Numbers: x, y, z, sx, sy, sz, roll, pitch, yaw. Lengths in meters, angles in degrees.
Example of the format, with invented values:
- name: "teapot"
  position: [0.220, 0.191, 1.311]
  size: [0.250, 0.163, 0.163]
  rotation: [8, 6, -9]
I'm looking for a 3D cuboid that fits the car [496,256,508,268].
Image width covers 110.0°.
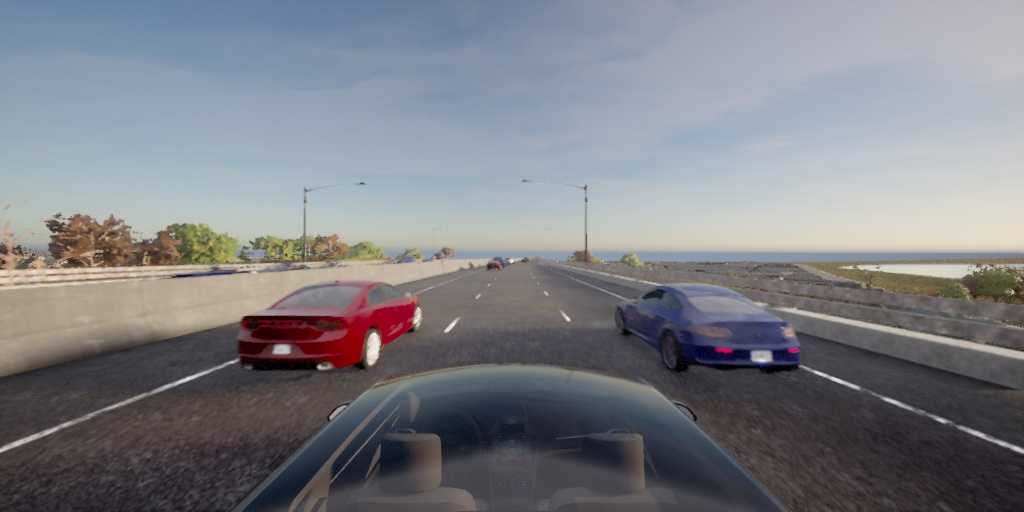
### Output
- name: "car"
  position: [-2.333, 1.099, 65.116]
  size: [2.150, 2.045, 5.566]
  rotation: [0, 0, 2]

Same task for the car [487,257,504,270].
- name: "car"
  position: [-2.703, 1.321, 54.123]
  size: [1.882, 1.535, 5.008]
  rotation: [0, 0, 2]

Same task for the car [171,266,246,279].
- name: "car"
  position: [-20.923, 1.345, 25.145]
  size: [1.895, 1.301, 4.718]
  rotation: [0, 0, 1]

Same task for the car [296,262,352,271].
- name: "car"
  position: [-13.883, 1.251, 27.601]
  size: [2.128, 1.511, 4.902]
  rotation: [0, 0, 1]

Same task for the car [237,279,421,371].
- name: "car"
  position: [-3.383, 1.228, 7.760]
  size: [1.882, 1.535, 5.008]
  rotation: [0, 0, 0]

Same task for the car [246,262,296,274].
- name: "car"
  position: [-17.382, 1.245, 27.568]
  size: [2.128, 1.511, 4.902]
  rotation: [0, 0, 1]

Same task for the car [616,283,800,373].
- name: "car"
  position: [3.616, 1.286, 7.490]
  size: [1.812, 1.442, 4.674]
  rotation: [0, 0, 0]
